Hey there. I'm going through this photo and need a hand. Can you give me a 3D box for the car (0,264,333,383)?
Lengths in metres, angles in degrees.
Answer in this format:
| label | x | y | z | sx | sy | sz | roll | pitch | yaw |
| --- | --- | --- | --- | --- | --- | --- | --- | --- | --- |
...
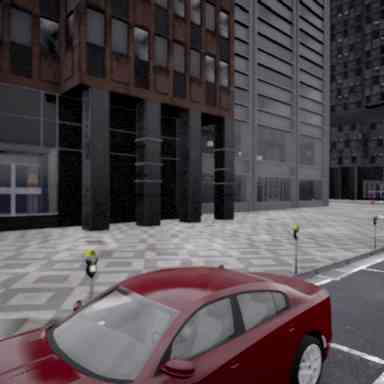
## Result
| label | x | y | z | sx | sy | sz | roll | pitch | yaw |
| --- | --- | --- | --- | --- | --- | --- | --- | --- | --- |
| car | -0.216 | 1.545 | 3.397 | 4.507 | 1.381 | 1.887 | 0 | 0 | -43 |
